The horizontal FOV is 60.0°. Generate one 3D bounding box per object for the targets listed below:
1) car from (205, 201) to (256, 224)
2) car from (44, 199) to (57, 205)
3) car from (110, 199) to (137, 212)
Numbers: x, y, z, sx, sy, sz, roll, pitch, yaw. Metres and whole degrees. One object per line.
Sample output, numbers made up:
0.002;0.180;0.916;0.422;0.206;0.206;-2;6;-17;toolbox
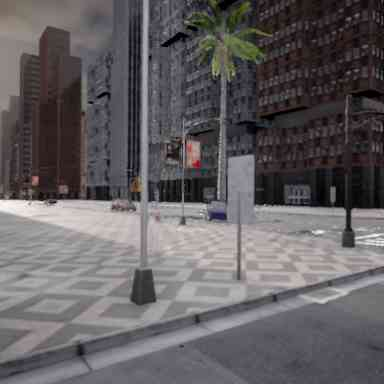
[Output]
3.074;1.569;27.066;2.097;1.767;4.553;1;-1;-36;car
-31.918;2.268;75.249;1.895;1.301;4.718;1;-1;-36;car
-9.021;1.706;43.722;2.097;1.767;4.553;1;-1;-36;car
